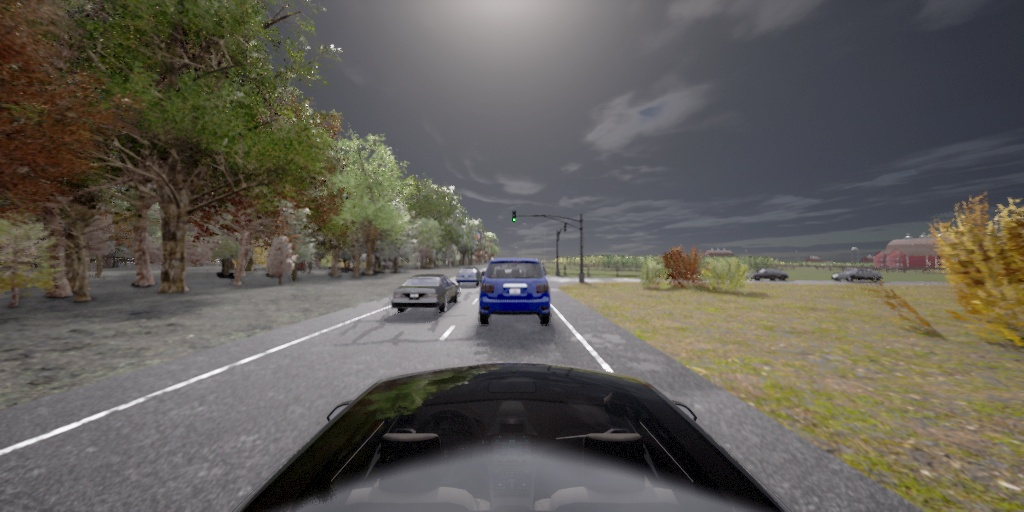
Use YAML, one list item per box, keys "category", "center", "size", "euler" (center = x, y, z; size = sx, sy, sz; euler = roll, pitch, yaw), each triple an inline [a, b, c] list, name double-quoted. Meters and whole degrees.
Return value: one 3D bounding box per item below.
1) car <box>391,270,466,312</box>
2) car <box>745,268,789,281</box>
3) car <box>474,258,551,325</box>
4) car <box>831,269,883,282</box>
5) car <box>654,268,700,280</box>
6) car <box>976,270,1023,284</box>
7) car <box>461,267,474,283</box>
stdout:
- category: "car"
  center: [-3.415, 1.466, 15.034]
  size: [2.033, 1.411, 5.357]
  euler: [0, -1, 0]
- category: "car"
  center: [29.328, 2.146, 41.450]
  size: [4.674, 1.442, 1.812]
  euler: [1, -2, 0]
- category: "car"
  center: [0.087, 1.109, 12.645]
  size: [2.150, 2.045, 5.566]
  euler: [0, -1, 0]
- category: "car"
  center: [39.729, 2.225, 41.412]
  size: [4.902, 1.511, 2.128]
  euler: [1, -2, 0]
- category: "car"
  center: [19.054, 1.986, 41.489]
  size: [5.008, 1.535, 1.882]
  euler: [1, -2, 0]
- category: "car"
  center: [52.018, 2.253, 37.743]
  size: [4.902, 1.511, 2.128]
  euler: [1, -2, 0]
- category: "car"
  center: [-3.442, 1.649, 29.548]
  size: [2.033, 1.411, 5.357]
  euler: [0, -1, 0]
